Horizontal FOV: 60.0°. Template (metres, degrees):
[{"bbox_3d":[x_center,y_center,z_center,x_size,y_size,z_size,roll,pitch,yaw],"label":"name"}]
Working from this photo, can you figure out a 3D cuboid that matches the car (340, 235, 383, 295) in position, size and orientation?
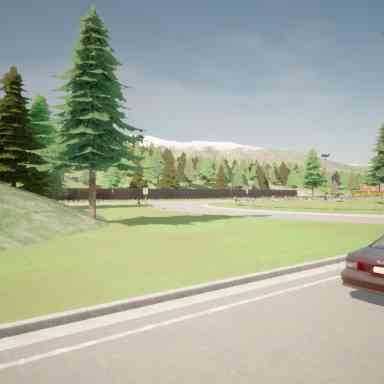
[{"bbox_3d":[5.658,1.547,7.818,5.357,1.411,2.033,0,0,-36],"label":"car"}]
